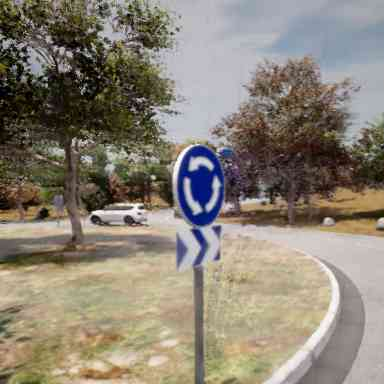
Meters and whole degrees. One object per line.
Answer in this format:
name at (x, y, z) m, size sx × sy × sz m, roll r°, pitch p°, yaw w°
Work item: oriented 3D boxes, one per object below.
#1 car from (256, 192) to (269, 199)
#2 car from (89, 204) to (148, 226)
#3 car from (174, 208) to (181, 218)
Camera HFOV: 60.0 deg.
car at (18.292, 0.839, 86.102) m, size 2.128 × 1.511 × 4.902 m, roll -2°, pitch 3°, yaw 41°
car at (-7.016, 2.176, 31.770) m, size 5.566 × 2.045 × 2.150 m, roll -1°, pitch -2°, yaw 13°
car at (-1.450, 2.779, 46.892) m, size 1.837 × 1.490 × 4.892 m, roll -1°, pitch 0°, yaw 1°
